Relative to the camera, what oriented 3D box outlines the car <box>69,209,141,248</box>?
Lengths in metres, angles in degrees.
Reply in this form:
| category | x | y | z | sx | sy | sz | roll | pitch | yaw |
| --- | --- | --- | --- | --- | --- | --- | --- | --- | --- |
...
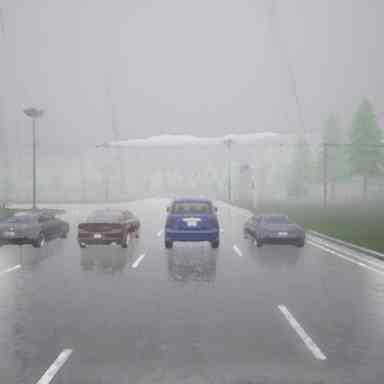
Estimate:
| category | x | y | z | sx | sy | sz | roll | pitch | yaw |
| --- | --- | --- | --- | --- | --- | --- | --- | --- | --- |
| car | -3.500 | 1.484 | 14.792 | 1.882 | 1.535 | 5.008 | 0 | 0 | 0 |

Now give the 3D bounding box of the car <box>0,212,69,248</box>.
| category | x | y | z | sx | sy | sz | roll | pitch | yaw |
| --- | --- | --- | --- | --- | --- | --- | --- | --- | --- |
| car | -7.000 | 1.571 | 14.792 | 1.994 | 1.385 | 4.181 | 0 | 0 | 0 |

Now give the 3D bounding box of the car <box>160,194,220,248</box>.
| category | x | y | z | sx | sy | sz | roll | pitch | yaw |
| --- | --- | --- | --- | --- | --- | --- | --- | --- | --- |
| car | 0.000 | 1.257 | 14.822 | 2.150 | 2.045 | 5.566 | 0 | 0 | 0 |

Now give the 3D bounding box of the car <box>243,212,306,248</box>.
| category | x | y | z | sx | sy | sz | roll | pitch | yaw |
| --- | --- | --- | --- | --- | --- | --- | --- | --- | --- |
| car | 3.500 | 1.571 | 14.792 | 1.994 | 1.385 | 4.181 | 0 | 0 | 0 |
